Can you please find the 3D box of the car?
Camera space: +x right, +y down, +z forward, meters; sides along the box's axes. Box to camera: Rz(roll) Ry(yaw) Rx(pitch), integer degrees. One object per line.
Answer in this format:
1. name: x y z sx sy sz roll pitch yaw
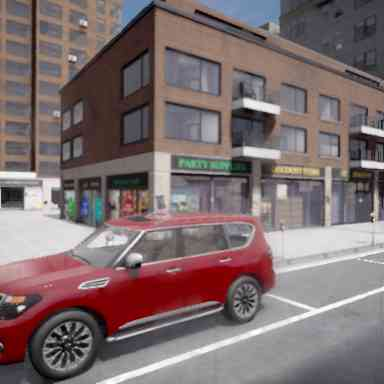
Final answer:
1. car: -0.717 1.329 5.675 5.009 1.841 2.192 0 0 -35
